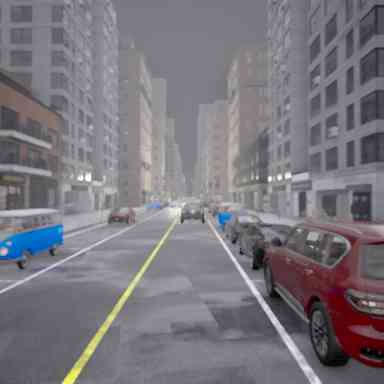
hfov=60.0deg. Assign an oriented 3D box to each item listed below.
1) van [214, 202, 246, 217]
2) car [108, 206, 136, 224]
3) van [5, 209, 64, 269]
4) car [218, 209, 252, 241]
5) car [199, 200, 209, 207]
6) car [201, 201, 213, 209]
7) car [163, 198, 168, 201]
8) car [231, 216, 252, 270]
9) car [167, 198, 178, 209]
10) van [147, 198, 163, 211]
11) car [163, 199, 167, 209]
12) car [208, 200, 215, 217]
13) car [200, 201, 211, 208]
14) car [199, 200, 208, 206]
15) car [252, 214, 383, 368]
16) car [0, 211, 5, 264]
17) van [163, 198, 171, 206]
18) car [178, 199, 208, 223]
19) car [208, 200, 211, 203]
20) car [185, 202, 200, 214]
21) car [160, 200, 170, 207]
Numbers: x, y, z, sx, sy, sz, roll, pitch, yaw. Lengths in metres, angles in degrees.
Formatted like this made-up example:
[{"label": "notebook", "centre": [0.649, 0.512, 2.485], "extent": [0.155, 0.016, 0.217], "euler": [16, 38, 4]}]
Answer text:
[{"label": "van", "centre": [2.668, 1.650, 22.619], "extent": [1.690, 1.788, 3.998], "euler": [0, -1, 0]}, {"label": "car", "centre": [-5.858, 1.924, 28.189], "extent": [1.887, 1.381, 4.507], "euler": [0, -1, 0]}, {"label": "van", "centre": [-5.858, 1.502, 11.434], "extent": [1.690, 1.788, 3.998], "euler": [0, -1, 0]}, {"label": "car", "centre": [2.668, 1.786, 17.031], "extent": [2.008, 1.369, 4.403], "euler": [0, -1, 0]}, {"label": "car", "centre": [2.664, 2.499, 72.877], "extent": [1.947, 1.339, 4.313], "euler": [0, -1, 0]}, {"label": "car", "centre": [2.665, 2.348, 61.709], "extent": [2.008, 1.369, 4.403], "euler": [0, -1, 0]}, {"label": "car", "centre": [-5.860, 2.363, 61.703], "extent": [1.947, 1.339, 4.313], "euler": [0, -1, 0]}, {"label": "car", "centre": [2.668, 1.727, 11.446], "extent": [1.947, 1.339, 4.313], "euler": [0, -1, 0]}, {"label": "car", "centre": [-3.031, 2.321, 61.603], "extent": [1.812, 1.442, 4.674], "euler": [0, -1, 1]}, {"label": "van", "centre": [-5.860, 2.001, 50.534], "extent": [1.690, 1.788, 3.998], "euler": [0, -1, 0]}, {"label": "car", "centre": [-5.860, 2.294, 56.117], "extent": [1.947, 1.339, 4.313], "euler": [0, -1, 0]}, {"label": "car", "centre": [3.142, 2.001, 37.513], "extent": [1.837, 1.490, 4.892], "euler": [0, -1, 0]}, {"label": "car", "centre": [2.664, 2.431, 67.292], "extent": [1.947, 1.339, 4.313], "euler": [0, -1, 0]}, {"label": "car", "centre": [2.664, 2.583, 78.462], "extent": [1.802, 1.307, 4.206], "euler": [0, -1, 0]}, {"label": "car", "centre": [2.668, 1.399, 5.865], "extent": [2.192, 1.841, 5.009], "euler": [0, -1, 0]}, {"label": "car", "centre": [-5.858, 1.399, 5.850], "extent": [2.192, 1.841, 5.009], "euler": [0, -1, 0]}, {"label": "van", "centre": [-5.861, 2.342, 78.462], "extent": [1.690, 1.788, 3.998], "euler": [0, -1, 0]}, {"label": "car", "centre": [0.072, 1.754, 30.017], "extent": [2.097, 1.767, 4.553], "euler": [0, -1, 0]}, {"label": "car", "centre": [3.145, 2.110, 44.512], "extent": [1.812, 1.442, 4.674], "euler": [0, -1, 0]}, {"label": "car", "centre": [0.070, 2.115, 44.859], "extent": [1.812, 1.442, 4.674], "euler": [0, -1, 0]}, {"label": "car", "centre": [-5.861, 2.478, 72.874], "extent": [1.887, 1.381, 4.507], "euler": [0, -1, 0]}]
